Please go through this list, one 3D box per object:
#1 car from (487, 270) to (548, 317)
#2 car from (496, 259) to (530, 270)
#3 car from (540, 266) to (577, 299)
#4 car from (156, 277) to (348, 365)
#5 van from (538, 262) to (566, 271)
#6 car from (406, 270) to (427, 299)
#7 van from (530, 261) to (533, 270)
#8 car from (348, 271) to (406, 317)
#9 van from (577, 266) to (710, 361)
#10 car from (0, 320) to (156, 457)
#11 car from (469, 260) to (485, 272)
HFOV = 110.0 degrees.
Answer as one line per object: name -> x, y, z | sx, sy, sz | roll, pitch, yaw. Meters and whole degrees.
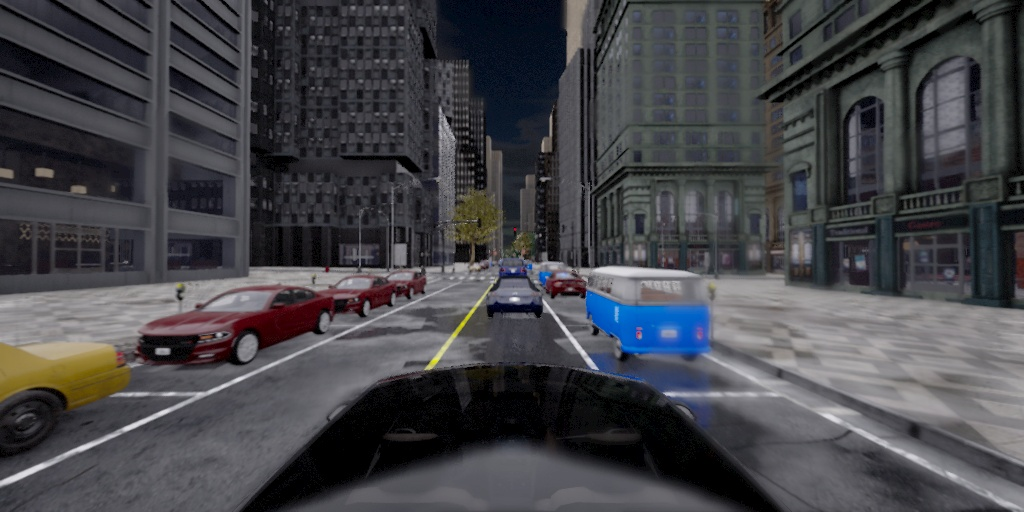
car -> 0.089, 1.427, 13.870 | 1.994, 1.385, 4.181 | 0, -1, 0
car -> 0.077, 1.226, 28.816 | 2.150, 2.045, 5.566 | 0, -1, 0
car -> 2.761, 1.458, 19.217 | 1.888, 1.381, 4.507 | 0, 0, 0
car -> -5.782, 1.356, 8.178 | 1.888, 1.381, 4.507 | 0, 0, 0
van -> 2.757, 1.307, 24.742 | 1.690, 1.789, 3.998 | 0, 0, 0
car -> -5.794, 1.459, 19.228 | 1.888, 1.381, 4.507 | 0, 0, 0
van -> 2.709, 1.683, 62.724 | 1.690, 1.789, 3.998 | 0, 0, 0
car -> -5.788, 1.407, 13.703 | 1.888, 1.381, 4.507 | 0, 0, 0
van -> 2.769, 1.151, 8.168 | 1.690, 1.789, 3.998 | 0, 0, 0
car -> -5.776, 1.285, 2.483 | 1.751, 1.417, 4.829 | 0, 0, 0
car -> -5.818, 1.814, 57.149 | 1.751, 1.417, 4.829 | 0, 0, 0
